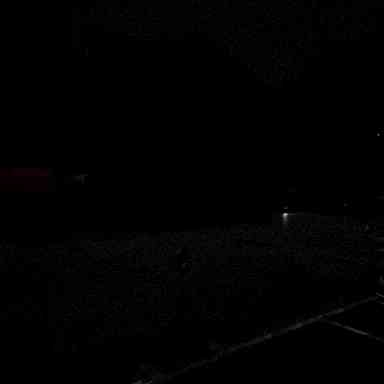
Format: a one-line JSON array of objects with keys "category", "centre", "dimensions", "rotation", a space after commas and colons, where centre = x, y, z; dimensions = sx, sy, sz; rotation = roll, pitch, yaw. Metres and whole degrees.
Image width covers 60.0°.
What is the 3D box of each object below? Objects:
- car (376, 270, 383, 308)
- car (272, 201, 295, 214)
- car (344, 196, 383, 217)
[{"category": "car", "centre": [5.359, 1.551, 6.601], "dimensions": [4.403, 1.369, 2.008], "rotation": [0, 0, -35]}, {"category": "car", "centre": [9.993, 1.807, 39.566], "dimensions": [1.812, 1.442, 4.674], "rotation": [0, -1, -35]}, {"category": "car", "centre": [16.695, 1.389, 30.133], "dimensions": [2.150, 2.045, 5.566], "rotation": [0, -1, -35]}]
